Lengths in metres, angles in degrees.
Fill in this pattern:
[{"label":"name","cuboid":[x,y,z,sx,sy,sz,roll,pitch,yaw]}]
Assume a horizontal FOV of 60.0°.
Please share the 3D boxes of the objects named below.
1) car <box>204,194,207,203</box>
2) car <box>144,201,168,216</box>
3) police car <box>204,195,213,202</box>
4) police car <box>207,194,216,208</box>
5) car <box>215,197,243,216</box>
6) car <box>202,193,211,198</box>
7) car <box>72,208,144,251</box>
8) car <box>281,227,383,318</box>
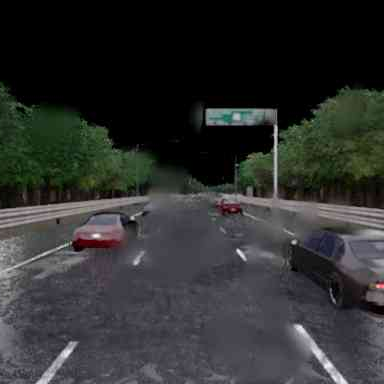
[{"label":"car","cuboid":[3.523,1.465,56.749,2.033,1.411,5.357,0,0,0]},{"label":"car","cuboid":[-3.399,1.482,31.246,1.994,1.385,4.181,0,0,0]},{"label":"police car","cuboid":[3.915,1.481,78.555,2.038,1.542,4.974,0,0,2]},{"label":"police car","cuboid":[3.499,1.413,45.808,2.038,1.542,4.974,0,0,0]},{"label":"car","cuboid":[3.600,1.395,31.543,1.882,1.535,5.008,0,0,0]},{"label":"car","cuboid":[3.658,1.292,67.623,2.097,1.767,4.553,0,0,1]},{"label":"car","cuboid":[-3.401,1.523,13.830,1.994,1.385,4.181,0,0,0]},{"label":"car","cuboid":[3.600,1.523,7.650,2.033,1.411,5.357,0,0,0]}]
